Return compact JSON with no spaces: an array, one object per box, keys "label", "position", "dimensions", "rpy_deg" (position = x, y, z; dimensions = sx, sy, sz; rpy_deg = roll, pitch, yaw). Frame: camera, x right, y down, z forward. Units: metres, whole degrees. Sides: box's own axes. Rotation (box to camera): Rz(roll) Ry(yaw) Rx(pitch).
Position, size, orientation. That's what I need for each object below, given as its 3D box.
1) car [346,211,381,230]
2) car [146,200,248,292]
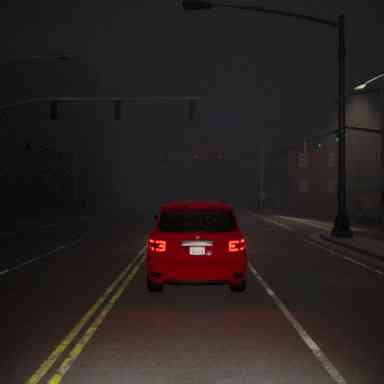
[{"label":"car","position":[15.435,2.488,29.654],"dimensions":[4.902,1.511,2.128],"rpy_deg":[8,0,0]},{"label":"car","position":[0.101,1.221,9.060],"dimensions":[2.150,2.045,5.566],"rpy_deg":[0,0,0]}]
